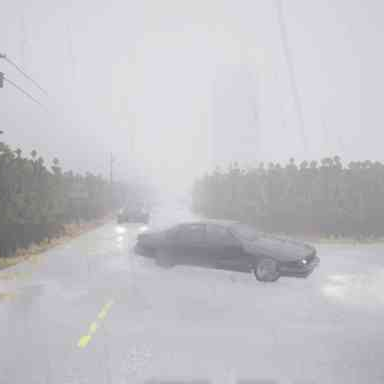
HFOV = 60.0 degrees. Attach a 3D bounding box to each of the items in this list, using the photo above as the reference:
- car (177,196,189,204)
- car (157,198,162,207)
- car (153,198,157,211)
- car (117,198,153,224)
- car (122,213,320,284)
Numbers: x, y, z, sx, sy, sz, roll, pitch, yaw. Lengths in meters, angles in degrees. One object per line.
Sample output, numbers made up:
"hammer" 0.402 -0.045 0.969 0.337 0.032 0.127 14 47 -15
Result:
"car" -1.777 1.534 65.647 1.812 1.442 4.674 0 0 4
"car" -5.749 1.571 50.894 1.994 1.385 4.181 0 0 0
"car" -5.074 1.568 35.131 1.994 1.385 4.181 0 0 -4
"car" -4.253 1.355 24.790 2.097 1.767 4.553 0 0 -4
"car" 0.789 1.549 9.718 5.357 1.411 2.033 0 0 29
